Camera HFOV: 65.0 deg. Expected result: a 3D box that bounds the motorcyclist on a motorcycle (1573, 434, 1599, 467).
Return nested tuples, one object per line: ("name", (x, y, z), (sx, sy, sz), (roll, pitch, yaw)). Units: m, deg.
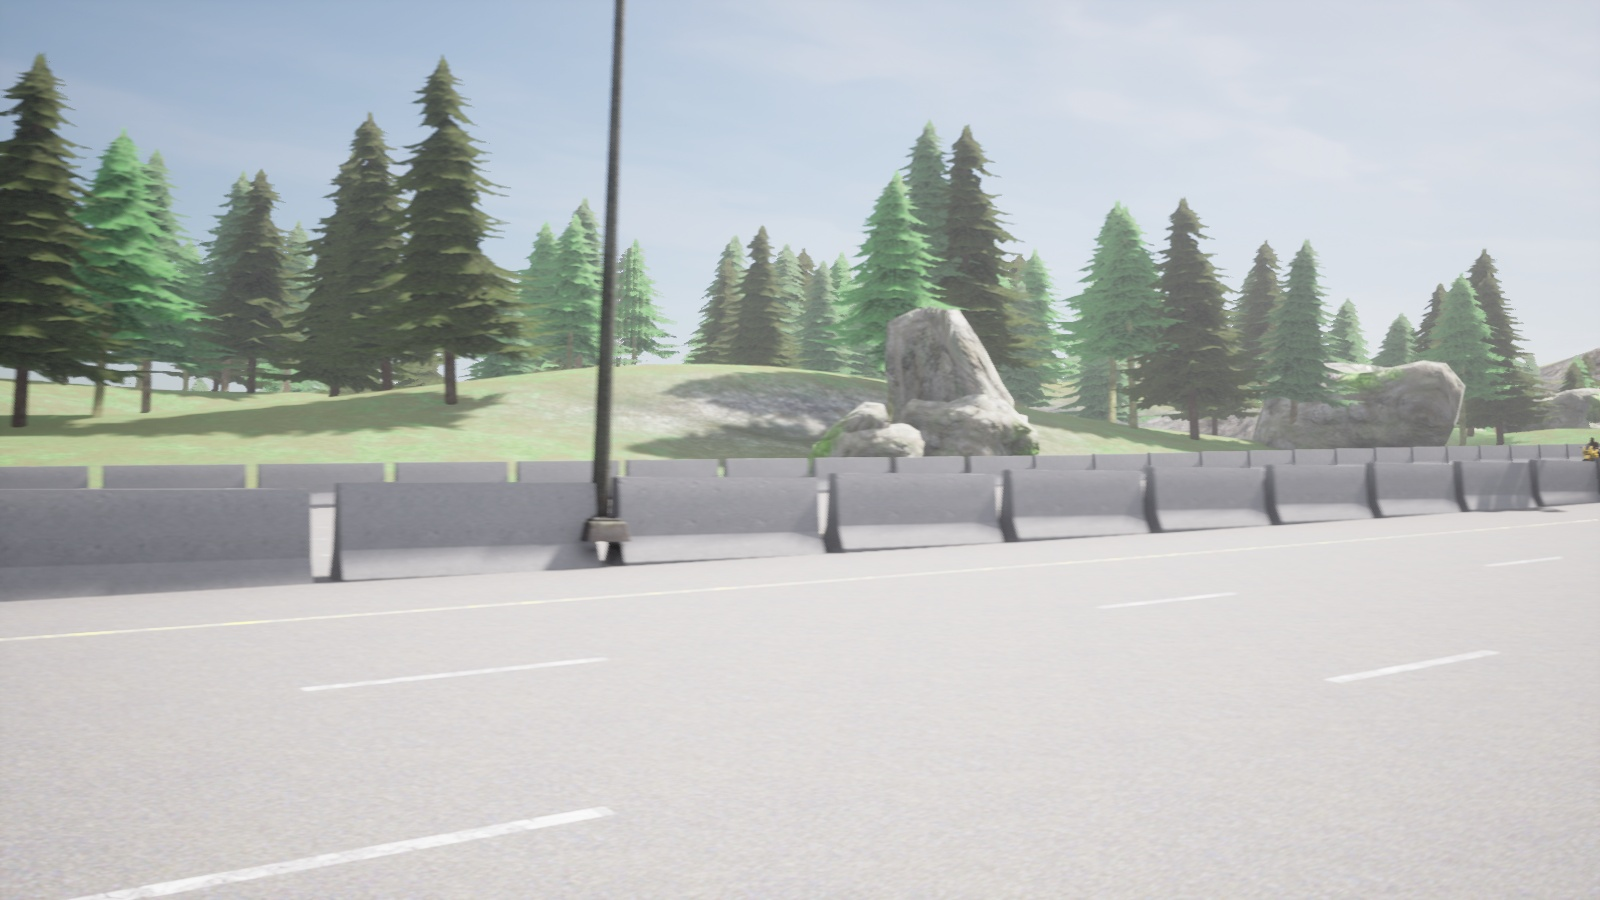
("motorcyclist on a motorcycle", (37.669, 0.000, 59.731), (2.044, 1.523, 0.797), (-1, 1, -35))
